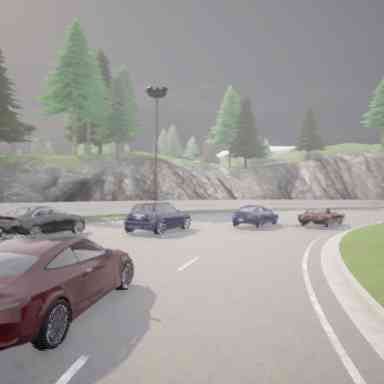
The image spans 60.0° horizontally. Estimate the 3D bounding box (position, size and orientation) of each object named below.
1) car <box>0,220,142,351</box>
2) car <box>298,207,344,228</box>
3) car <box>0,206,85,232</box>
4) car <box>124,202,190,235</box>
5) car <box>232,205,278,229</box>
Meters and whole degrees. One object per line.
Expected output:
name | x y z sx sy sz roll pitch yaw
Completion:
car | -2.590 1.507 6.152 1.812 1.442 4.674 0 0 9
car | 9.288 1.752 23.635 1.895 1.301 4.718 1 0 40
car | -7.225 1.436 16.206 2.128 1.511 4.902 1 0 20
car | -1.839 1.365 19.079 2.097 1.767 4.553 1 0 26
car | 4.353 1.618 22.793 1.812 1.442 4.674 0 0 34
